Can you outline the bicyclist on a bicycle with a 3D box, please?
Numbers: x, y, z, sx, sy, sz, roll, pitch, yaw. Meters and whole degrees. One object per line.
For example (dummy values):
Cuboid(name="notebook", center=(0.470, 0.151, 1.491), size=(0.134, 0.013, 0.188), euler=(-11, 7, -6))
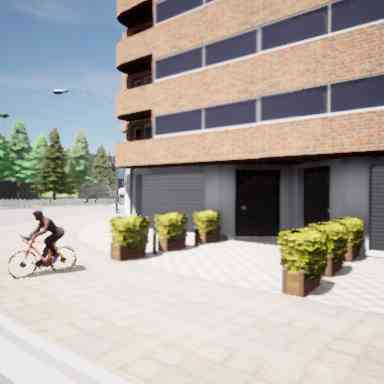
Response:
Cuboid(name="bicyclist on a bicycle", center=(-3.654, 1.267, 8.220), size=(1.656, 1.620, 0.582), euler=(1, 0, -43))
